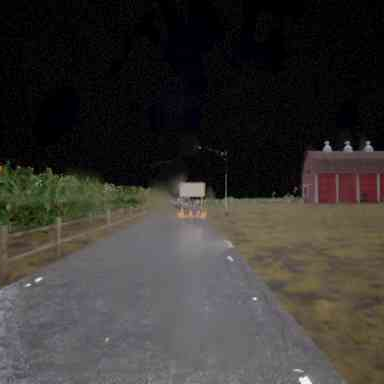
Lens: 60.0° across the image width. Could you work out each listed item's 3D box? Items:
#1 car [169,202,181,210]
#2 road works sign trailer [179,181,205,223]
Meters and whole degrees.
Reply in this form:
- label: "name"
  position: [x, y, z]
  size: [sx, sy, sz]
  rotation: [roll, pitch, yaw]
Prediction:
- label: "car"
  position: [-2.830, 2.342, 56.832]
  size: [2.033, 1.411, 5.357]
  rotation: [0, -1, 1]
- label: "road works sign trailer"
  position: [-0.008, 0.852, 29.777]
  size: [2.380, 3.560, 2.880]
  rotation: [0, -1, 0]
